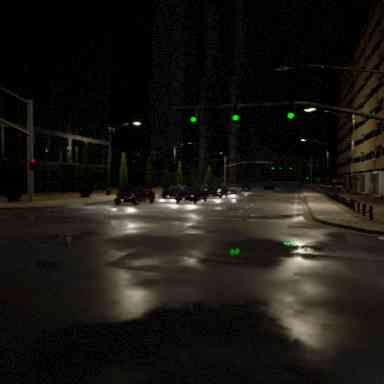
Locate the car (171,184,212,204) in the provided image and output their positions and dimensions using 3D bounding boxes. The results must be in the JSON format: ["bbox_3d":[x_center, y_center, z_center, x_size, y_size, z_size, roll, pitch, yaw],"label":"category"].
[{"bbox_3d":[0.071,0.218,29.800,1.812,1.442,4.674,2,3,19],"label":"car"}]

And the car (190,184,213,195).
[{"bbox_3d":[1.385,-0.343,45.412,1.895,1.301,4.718,2,3,18],"label":"car"}]

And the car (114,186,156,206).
[{"bbox_3d":[-4.495,0.262,27.036,1.812,1.442,4.674,2,3,18],"label":"car"}]

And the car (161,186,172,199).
[{"bbox_3d":[-1.586,-0.054,36.168,2.033,1.411,5.357,2,3,18],"label":"car"}]

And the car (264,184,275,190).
[{"bbox_3d":[15.536,-1.013,66.586,1.895,1.301,4.718,2,3,18],"label":"car"}]

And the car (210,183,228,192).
[{"bbox_3d":[4.508,-0.734,55.008,1.994,1.385,4.181,2,3,18],"label":"car"}]

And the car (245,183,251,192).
[{"bbox_3d":[9.079,-0.840,57.827,1.837,1.490,4.892,2,3,18],"label":"car"}]

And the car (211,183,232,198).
[{"bbox_3d":[2.812,-0.275,38.411,2.097,1.767,4.553,2,3,18],"label":"car"}]

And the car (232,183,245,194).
[{"bbox_3d":[5.901,-0.380,47.986,1.895,1.301,4.718,2,3,18],"label":"car"}]
